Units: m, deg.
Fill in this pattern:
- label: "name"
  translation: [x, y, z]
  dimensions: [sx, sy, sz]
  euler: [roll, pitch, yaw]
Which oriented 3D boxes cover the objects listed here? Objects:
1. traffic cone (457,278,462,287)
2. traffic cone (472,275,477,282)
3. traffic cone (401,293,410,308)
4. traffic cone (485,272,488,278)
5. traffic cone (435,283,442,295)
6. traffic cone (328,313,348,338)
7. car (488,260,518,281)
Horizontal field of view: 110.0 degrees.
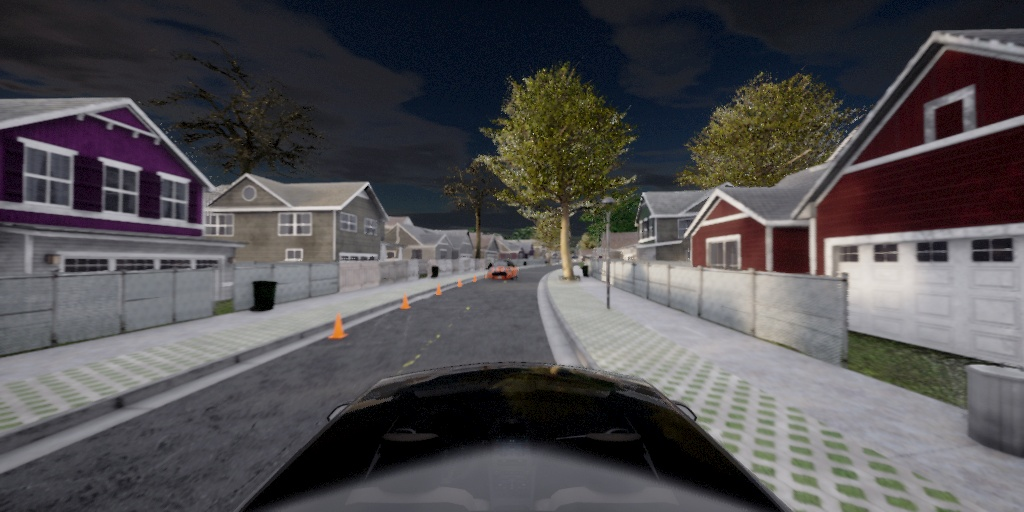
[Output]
- label: "traffic cone"
  translation: [-3.507, 1.763, 24.123]
  dimensions: [0.340, 0.580, 0.340]
  euler: [0, 0, 5]
- label: "traffic cone"
  translation: [-3.019, 1.779, 29.152]
  dimensions: [0.340, 0.580, 0.340]
  euler: [0, 0, 6]
- label: "traffic cone"
  translation: [-4.174, 1.736, 14.044]
  dimensions: [0.340, 0.580, 0.340]
  euler: [0, 0, 3]
- label: "traffic cone"
  translation: [-2.427, 1.798, 34.168]
  dimensions: [0.340, 0.580, 0.340]
  euler: [0, 0, 7]
- label: "traffic cone"
  translation: [-3.893, 1.748, 19.087]
  dimensions: [0.340, 0.580, 0.340]
  euler: [0, 0, 4]
- label: "traffic cone"
  translation: [-4.352, 1.725, 8.995]
  dimensions: [0.340, 0.580, 0.340]
  euler: [0, 0, 1]
- label: "car"
  translation: [-0.736, 1.179, 31.333]
  dimensions: [2.097, 1.767, 4.553]
  euler: [0, 0, 7]
